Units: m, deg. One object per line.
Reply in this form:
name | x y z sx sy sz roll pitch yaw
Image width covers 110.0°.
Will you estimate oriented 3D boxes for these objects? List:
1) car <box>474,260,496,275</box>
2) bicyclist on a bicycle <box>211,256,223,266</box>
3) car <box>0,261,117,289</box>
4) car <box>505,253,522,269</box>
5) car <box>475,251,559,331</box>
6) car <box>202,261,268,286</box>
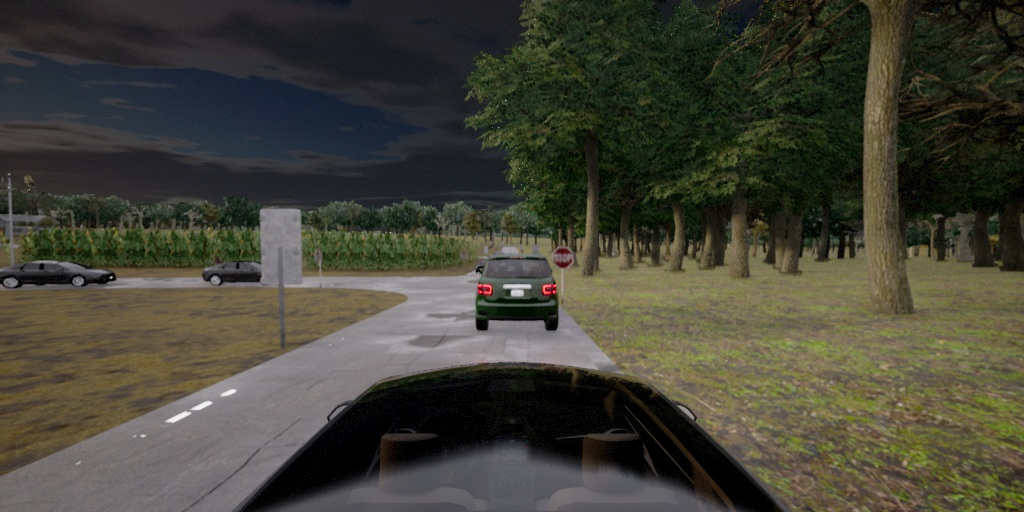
car | -2.746 1.160 37.467 1.895 1.301 4.718 0 1 0
bicyclist on a bicycle | -23.376 0.821 28.484 0.582 1.620 1.656 0 1 -11
car | -26.870 1.070 21.254 4.892 1.490 1.837 0 2 -17
car | 0.217 0.601 47.862 2.150 2.045 5.566 0 1 0
car | 0.126 0.960 11.098 2.150 2.045 5.566 0 0 0
car | -16.987 1.088 23.136 4.892 1.490 1.837 0 2 -7
